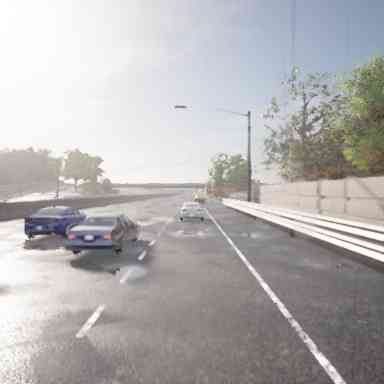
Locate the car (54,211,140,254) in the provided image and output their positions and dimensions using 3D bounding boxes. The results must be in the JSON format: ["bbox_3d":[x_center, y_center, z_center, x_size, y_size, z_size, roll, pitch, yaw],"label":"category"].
[{"bbox_3d":[-3.405,1.554,13.519,2.033,1.411,5.357,0,0,0],"label":"car"}]

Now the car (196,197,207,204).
[{"bbox_3d":[1.758,1.610,64.275,1.882,1.535,5.008,0,0,11],"label":"car"}]

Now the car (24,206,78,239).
[{"bbox_3d":[-6.903,1.489,17.518,1.882,1.535,5.008,0,0,0],"label":"car"}]

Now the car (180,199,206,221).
[{"bbox_3d":[-0.011,1.553,27.760,1.812,1.442,4.674,0,0,0],"label":"car"}]
